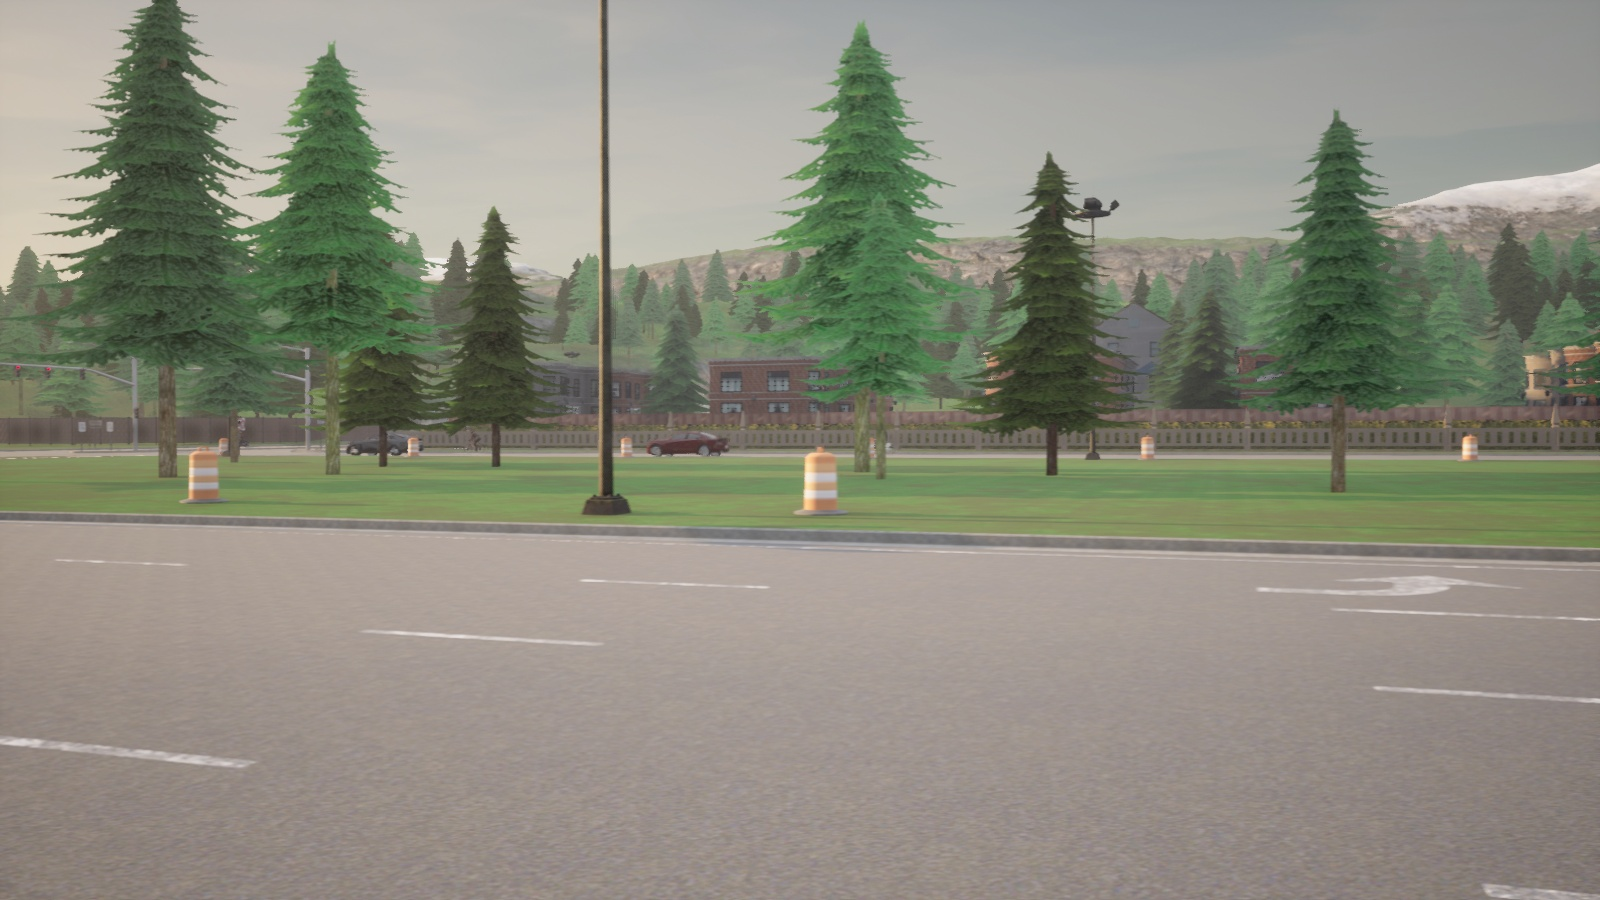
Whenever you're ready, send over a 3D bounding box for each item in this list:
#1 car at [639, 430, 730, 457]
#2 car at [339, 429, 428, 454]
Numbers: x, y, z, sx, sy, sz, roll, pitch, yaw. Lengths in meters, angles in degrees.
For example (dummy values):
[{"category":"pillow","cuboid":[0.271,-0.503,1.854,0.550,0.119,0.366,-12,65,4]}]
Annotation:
[{"category":"car","cuboid":[-6.790,-0.407,74.023,5.008,1.535,1.882,1,1,18]},{"category":"car","cuboid":[-25.375,-0.538,76.530,4.902,1.511,2.128,1,1,18]}]
